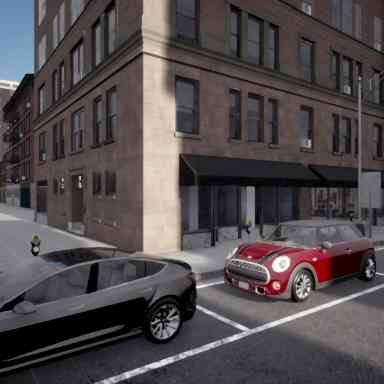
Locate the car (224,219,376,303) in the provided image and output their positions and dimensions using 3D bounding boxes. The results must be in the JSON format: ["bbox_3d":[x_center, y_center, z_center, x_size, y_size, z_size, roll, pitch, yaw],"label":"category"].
[{"bbox_3d":[2.702,1.440,8.168,4.097,1.590,1.967,0,0,-36],"label":"car"}]

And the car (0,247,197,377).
[{"bbox_3d":[-1.901,1.566,4.836,4.313,1.339,1.947,0,0,-36],"label":"car"}]
